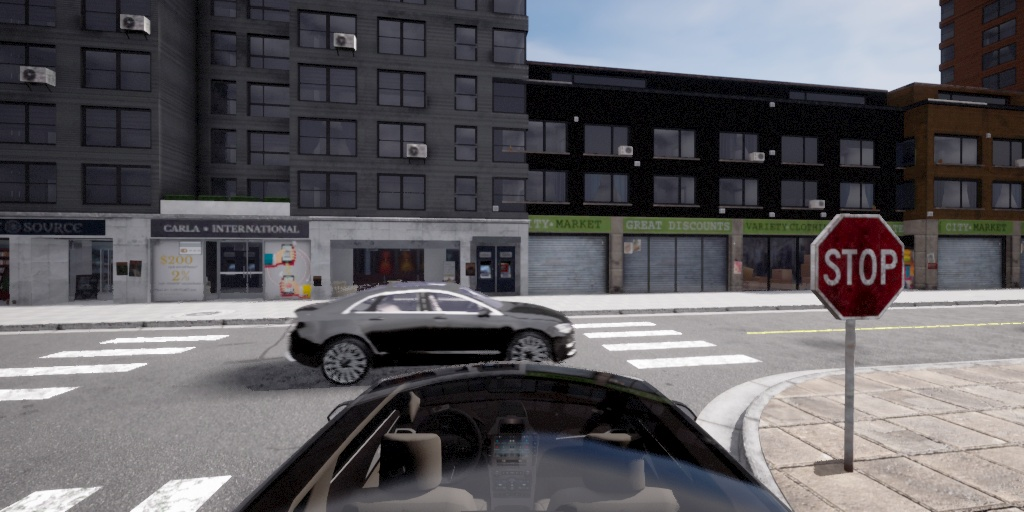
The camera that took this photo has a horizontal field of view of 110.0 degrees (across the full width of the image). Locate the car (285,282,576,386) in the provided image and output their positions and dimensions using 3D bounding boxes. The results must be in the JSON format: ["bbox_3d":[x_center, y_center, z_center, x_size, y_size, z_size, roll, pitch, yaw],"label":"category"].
[{"bbox_3d":[-1.303,1.235,6.556,4.902,1.511,2.128,0,0,-8],"label":"car"}]
